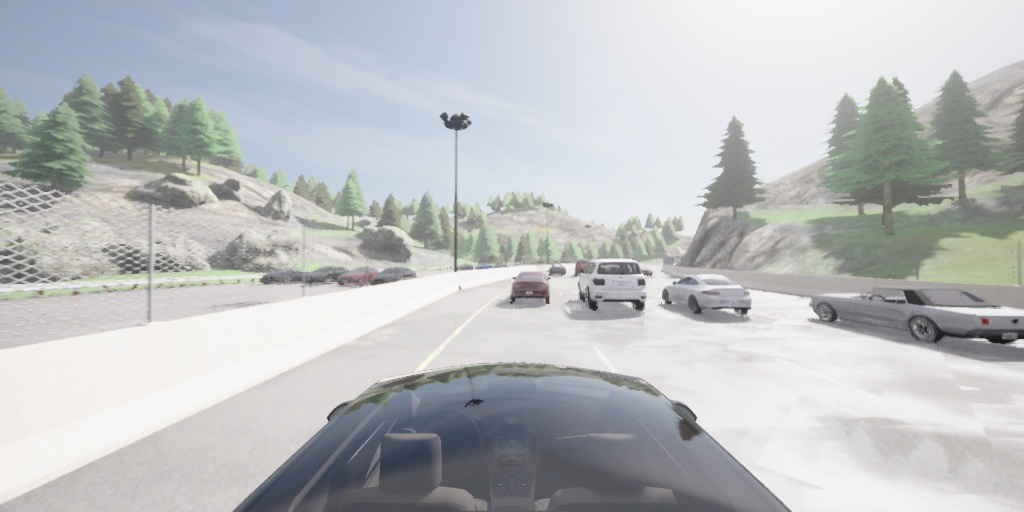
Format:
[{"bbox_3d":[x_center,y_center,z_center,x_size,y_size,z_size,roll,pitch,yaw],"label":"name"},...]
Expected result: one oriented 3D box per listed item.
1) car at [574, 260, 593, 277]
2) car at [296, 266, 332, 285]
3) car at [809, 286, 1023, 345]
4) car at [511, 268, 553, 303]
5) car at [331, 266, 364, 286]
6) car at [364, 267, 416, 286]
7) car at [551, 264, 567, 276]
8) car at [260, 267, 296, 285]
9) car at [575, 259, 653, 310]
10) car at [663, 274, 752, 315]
[{"bbox_3d":[9.742,1.601,48.228,2.150,2.045,5.566,0,-1,15],"label":"car"},{"bbox_3d":[-15.384,1.606,30.258,1.837,1.490,4.892,0,-1,8],"label":"car"},{"bbox_3d":[10.906,1.478,9.991,1.895,1.301,4.718,0,-1,3],"label":"car"},{"bbox_3d":[0.983,1.493,18.134,1.812,1.442,4.674,0,-1,5],"label":"car"},{"bbox_3d":[-12.045,1.614,28.885,1.812,1.442,4.674,0,-1,8],"label":"car"},{"bbox_3d":[-8.782,1.573,26.938,1.837,1.490,4.892,0,-1,8],"label":"car"},{"bbox_3d":[6.211,1.866,48.332,2.128,1.511,4.902,0,-1,14],"label":"car"},{"bbox_3d":[-18.905,1.660,30.308,1.994,1.385,4.181,0,-1,8],"label":"car"},{"bbox_3d":[4.273,1.168,15.954,2.150,2.045,5.566,0,-1,5],"label":"car"},{"bbox_3d":[7.690,1.456,14.489,1.812,1.442,4.674,0,-1,4],"label":"car"}]
